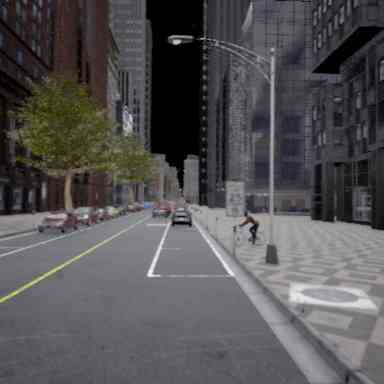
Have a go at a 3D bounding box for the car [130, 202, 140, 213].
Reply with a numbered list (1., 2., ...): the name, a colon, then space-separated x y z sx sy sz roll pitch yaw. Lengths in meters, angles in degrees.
1. car: -10.661 2.887 57.021 1.887 1.381 4.507 1 -2 -2

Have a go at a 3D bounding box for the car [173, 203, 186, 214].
1. car: -2.141 2.774 57.381 2.192 1.841 5.009 1 -2 -2

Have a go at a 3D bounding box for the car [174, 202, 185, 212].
1. car: -2.624 3.071 68.645 2.192 1.841 5.009 1 -2 -2

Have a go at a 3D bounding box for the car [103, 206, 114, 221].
1. car: -9.694 2.337 34.490 1.802 1.307 4.206 1 -1 -2

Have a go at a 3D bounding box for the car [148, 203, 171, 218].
1. car: -4.103 2.544 43.099 2.128 1.511 4.902 1 -2 -2

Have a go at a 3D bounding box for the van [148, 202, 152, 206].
1. van: -11.868 3.444 85.188 1.690 1.788 3.998 1 -2 -2

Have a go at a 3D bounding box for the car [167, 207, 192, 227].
1. car: -0.935 2.294 29.216 1.947 1.339 4.313 1 -1 -2

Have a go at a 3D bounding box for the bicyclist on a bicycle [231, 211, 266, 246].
1. bicyclist on a bicycle: 2.624 1.724 15.483 1.656 1.620 0.582 0 -1 -2

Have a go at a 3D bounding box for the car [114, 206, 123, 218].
1. car: -9.928 2.421 39.954 1.752 1.417 4.829 1 -1 -2

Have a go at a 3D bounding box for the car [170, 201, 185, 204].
1. car: -1.657 2.479 46.118 2.192 1.841 5.009 1 -2 -2

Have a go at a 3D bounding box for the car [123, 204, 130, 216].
1. car: -10.178 2.613 45.756 1.947 1.339 4.313 1 -2 -2

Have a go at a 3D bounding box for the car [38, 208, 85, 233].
1. car: -9.211 2.052 23.225 1.802 1.307 4.206 1 -1 -2

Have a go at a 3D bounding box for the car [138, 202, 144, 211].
1. car: -10.900 2.806 62.660 2.192 1.841 5.009 1 -2 -2

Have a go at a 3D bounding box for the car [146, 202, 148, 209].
1. car: -11.387 3.371 73.916 1.802 1.307 4.206 1 -2 -2

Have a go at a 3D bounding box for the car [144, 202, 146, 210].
1. car: -11.144 3.205 68.286 1.947 1.339 4.313 1 -2 -2

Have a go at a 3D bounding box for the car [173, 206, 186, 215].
1. car: -1.903 2.877 51.742 1.947 1.339 4.313 1 -2 -2

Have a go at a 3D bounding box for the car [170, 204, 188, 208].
1. car: -1.419 2.562 40.480 1.887 1.381 4.507 1 -2 -2

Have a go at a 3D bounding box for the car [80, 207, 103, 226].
1. car: -9.451 2.052 28.861 1.967 1.590 4.097 1 -1 -2
